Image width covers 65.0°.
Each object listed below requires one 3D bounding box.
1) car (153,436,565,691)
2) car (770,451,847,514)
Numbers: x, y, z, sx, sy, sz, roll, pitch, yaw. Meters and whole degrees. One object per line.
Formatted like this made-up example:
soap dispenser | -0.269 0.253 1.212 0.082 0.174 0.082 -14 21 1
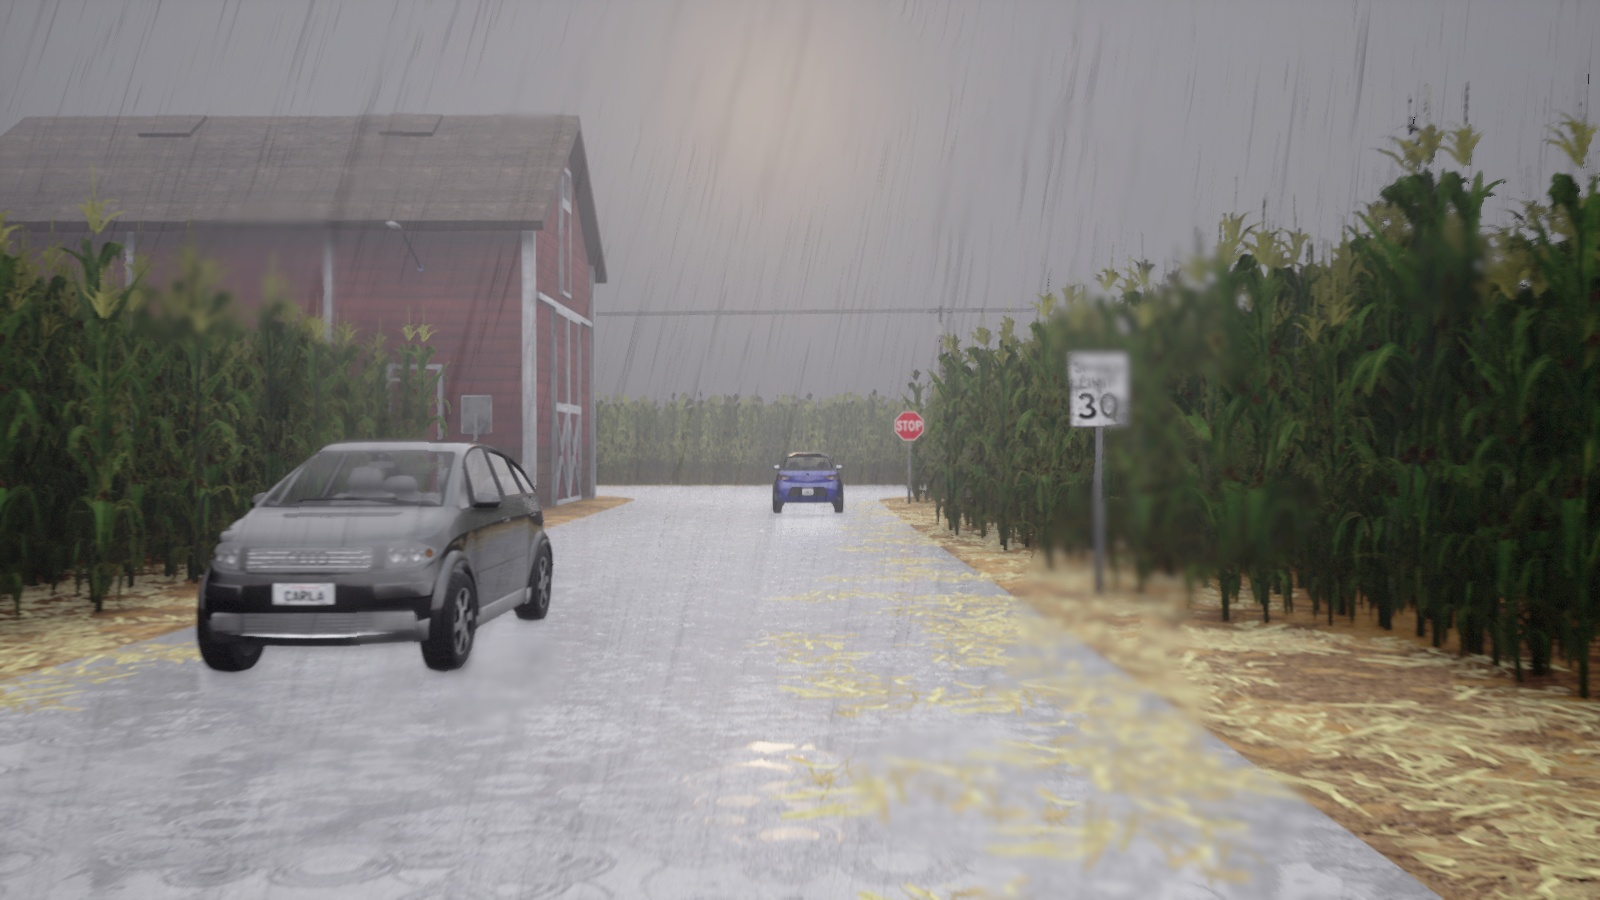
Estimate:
car | -3.030 0.695 9.483 1.789 1.549 3.705 0 0 0
car | 0.205 0.773 31.812 1.816 1.474 4.193 0 0 0
